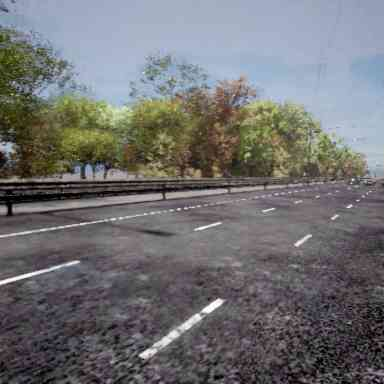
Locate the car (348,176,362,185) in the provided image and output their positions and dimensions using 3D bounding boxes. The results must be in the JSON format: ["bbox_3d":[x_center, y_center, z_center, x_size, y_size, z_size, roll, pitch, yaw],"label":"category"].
[{"bbox_3d":[40.048,-2.865,82.203,2.150,2.045,5.566,5,5,30],"label":"car"}]

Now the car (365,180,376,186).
[{"bbox_3d":[43.021,-2.271,80.426,2.033,1.411,5.357,5,5,30],"label":"car"}]

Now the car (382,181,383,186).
[{"bbox_3d":[46.239,-2.022,79.009,1.812,1.442,4.674,5,5,30],"label":"car"}]
